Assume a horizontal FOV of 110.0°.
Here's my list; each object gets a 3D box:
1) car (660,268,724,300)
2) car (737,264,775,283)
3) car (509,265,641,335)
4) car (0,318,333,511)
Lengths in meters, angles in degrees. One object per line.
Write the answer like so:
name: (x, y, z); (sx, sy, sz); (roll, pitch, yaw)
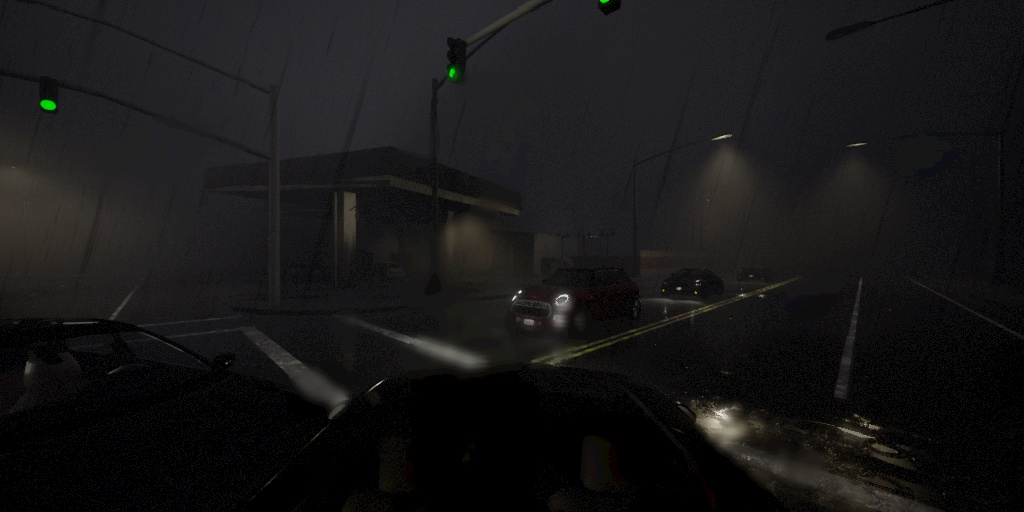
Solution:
car: (9.040, 1.314, 17.891); (1.994, 1.385, 4.181); (0, 0, 44)
car: (19.205, 1.314, 28.198); (1.994, 1.385, 4.181); (0, 0, 43)
car: (2.023, 1.102, 10.763); (2.097, 1.767, 4.553); (0, 0, 45)
car: (-3.443, 1.242, 2.419); (4.902, 1.511, 2.128); (0, 0, 14)
